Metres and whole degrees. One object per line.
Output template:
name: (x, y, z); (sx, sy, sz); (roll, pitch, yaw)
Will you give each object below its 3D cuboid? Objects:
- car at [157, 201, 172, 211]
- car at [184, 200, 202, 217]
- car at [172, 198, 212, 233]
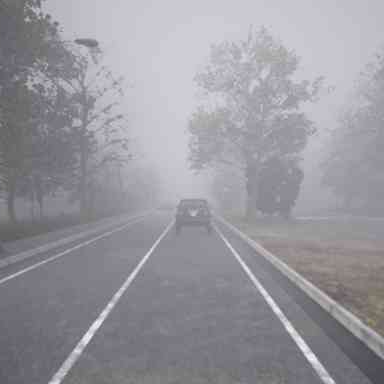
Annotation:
car: (-3.310, 1.879, 43.010); (1.837, 1.490, 4.892); (0, -7, 0)
car: (0.121, 1.903, 39.737); (1.994, 1.385, 4.181); (1, 5, 0)
car: (0.105, 1.413, 21.301); (2.150, 2.045, 5.566); (0, -1, 0)
